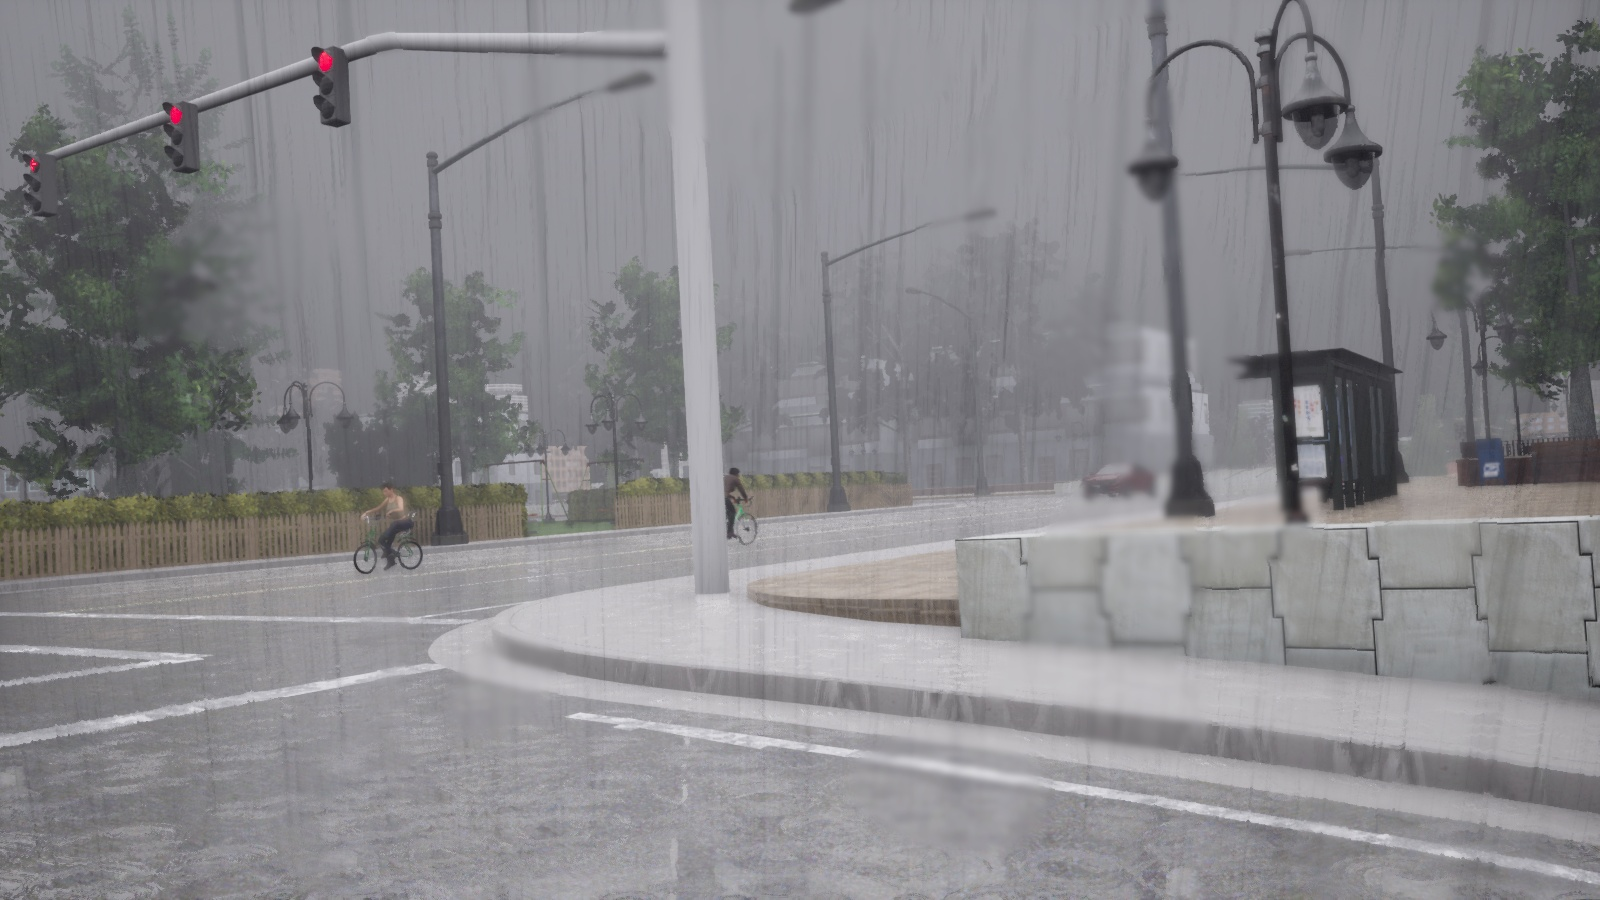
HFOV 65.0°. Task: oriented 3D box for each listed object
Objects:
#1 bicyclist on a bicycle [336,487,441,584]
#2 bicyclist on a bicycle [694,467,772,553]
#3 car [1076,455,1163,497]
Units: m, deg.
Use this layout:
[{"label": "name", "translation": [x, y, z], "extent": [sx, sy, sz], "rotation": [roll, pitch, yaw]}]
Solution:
[{"label": "bicyclist on a bicycle", "translation": [-7.434, 1.536, 22.723], "extent": [0.866, 1.612, 1.509], "rotation": [-5, -2, 35]}, {"label": "bicyclist on a bicycle", "translation": [-1.338, 1.197, 25.464], "extent": [0.582, 1.620, 1.656], "rotation": [-5, -3, 34]}, {"label": "car", "translation": [13.685, 1.086, 53.583], "extent": [1.882, 1.535, 5.008], "rotation": [-6, -3, 34]}]
